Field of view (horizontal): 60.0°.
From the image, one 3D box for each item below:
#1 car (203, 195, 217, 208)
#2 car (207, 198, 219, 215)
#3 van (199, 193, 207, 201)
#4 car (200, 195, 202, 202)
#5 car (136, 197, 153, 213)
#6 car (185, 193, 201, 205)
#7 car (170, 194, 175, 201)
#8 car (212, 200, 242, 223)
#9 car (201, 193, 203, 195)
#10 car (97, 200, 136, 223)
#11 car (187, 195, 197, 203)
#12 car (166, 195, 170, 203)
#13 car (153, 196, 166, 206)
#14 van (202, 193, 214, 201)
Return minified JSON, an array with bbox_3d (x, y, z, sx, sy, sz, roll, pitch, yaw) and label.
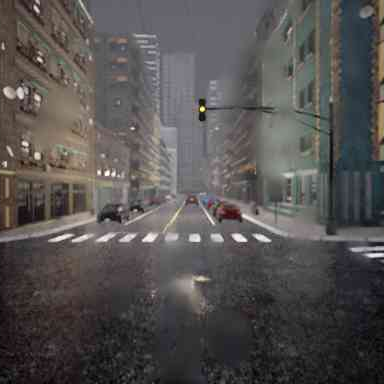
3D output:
[{"bbox_3d":[2.684,1.445,41.167,1.887,1.381,4.507,0,0,0],"label":"car"},{"bbox_3d":[2.684,1.490,30.120,1.947,1.339,4.313,0,0,0],"label":"car"},{"bbox_3d":[2.683,1.167,79.831,1.690,1.788,3.998,-1,0,0],"label":"van"},{"bbox_3d":[2.685,1.443,52.214,1.947,1.339,4.313,0,0,0],"label":"car"},{"bbox_3d":[-5.697,1.479,35.656,1.947,1.339,4.313,0,0,0],"label":"car"},{"bbox_3d":[0.000,1.226,54.022,2.097,1.767,4.553,0,0,0],"label":"car"},{"bbox_3d":[-5.696,1.352,79.674,1.752,1.417,4.829,0,0,0],"label":"car"},{"bbox_3d":[2.684,1.519,24.597,1.802,1.307,4.206,0,0,0],"label":"car"},{"bbox_3d":[2.684,1.370,68.954,1.752,1.417,4.829,-1,0,0],"label":"car"},{"bbox_3d":[-5.697,1.503,24.609,1.947,1.339,4.313,0,0,0],"label":"car"},{"bbox_3d":[0.001,1.332,64.059,1.882,1.535,5.008,0,0,0],"label":"car"},{"bbox_3d":[-5.696,1.438,63.274,1.802,1.307,4.206,0,0,0],"label":"car"},{"bbox_3d":[-5.696,1.423,52.227,1.887,1.381,4.507,0,0,0],"label":"car"},{"bbox_3d":[2.683,1.230,46.690,1.690,1.788,3.998,0,0,0],"label":"van"}]
